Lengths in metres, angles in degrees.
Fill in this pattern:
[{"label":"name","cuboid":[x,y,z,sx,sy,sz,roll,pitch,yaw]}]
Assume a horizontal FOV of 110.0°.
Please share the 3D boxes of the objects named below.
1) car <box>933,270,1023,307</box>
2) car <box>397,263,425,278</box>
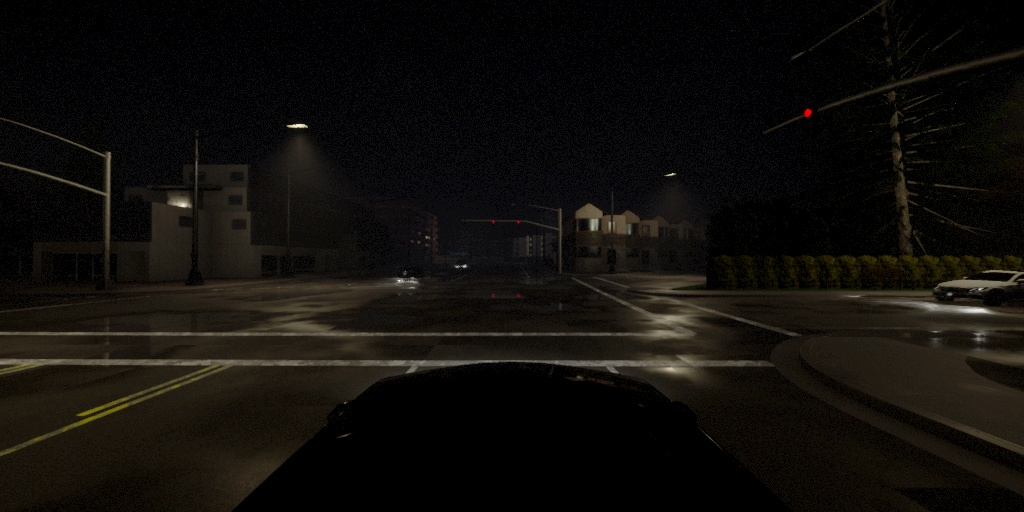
[{"label":"car","cuboid":[20.788,1.327,15.113,4.674,1.442,1.812,0,-1,0]},{"label":"car","cuboid":[-10.501,1.491,37.547,2.128,1.511,4.902,0,1,0]}]
